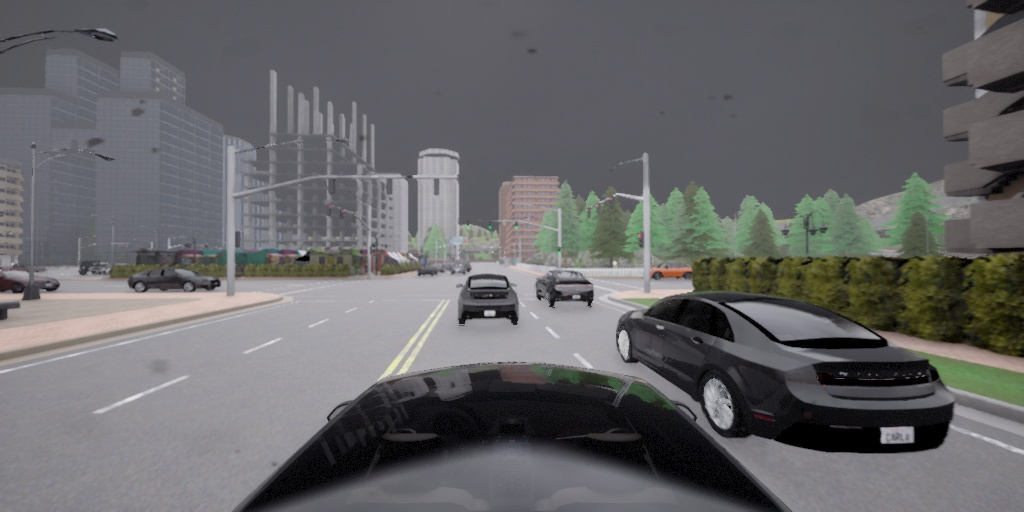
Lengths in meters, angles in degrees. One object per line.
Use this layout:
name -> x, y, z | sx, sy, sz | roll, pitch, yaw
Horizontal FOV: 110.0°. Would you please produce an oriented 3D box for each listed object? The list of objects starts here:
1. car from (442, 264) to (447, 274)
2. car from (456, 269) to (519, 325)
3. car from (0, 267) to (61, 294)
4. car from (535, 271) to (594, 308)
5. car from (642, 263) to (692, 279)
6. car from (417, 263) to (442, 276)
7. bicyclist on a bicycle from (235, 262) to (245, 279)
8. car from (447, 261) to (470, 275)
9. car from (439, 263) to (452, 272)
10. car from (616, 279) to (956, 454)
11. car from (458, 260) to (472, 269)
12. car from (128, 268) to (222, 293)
car -> -11.171, 1.880, 54.430 | 1.837, 1.490, 4.892 | 0, -1, -4
car -> -0.865, 1.380, 12.457 | 1.837, 1.490, 4.892 | 0, -1, -6
car -> -31.549, 1.579, 22.508 | 4.674, 1.442, 1.812 | 0, -1, -3
car -> 2.256, 1.404, 16.372 | 2.128, 1.511, 4.902 | 0, -1, -6
car -> 15.387, 1.457, 35.634 | 4.553, 1.767, 2.097 | 0, -1, -3
car -> -10.534, 1.869, 45.162 | 1.895, 1.301, 4.718 | 0, -1, -2
bicyclist on a bicycle -> -28.162, 1.474, 37.134 | 0.582, 1.620, 1.656 | 0, 5, -3
car -> -7.256, 1.797, 49.031 | 2.128, 1.511, 4.902 | 0, -1, -4
car -> -11.895, 2.054, 64.318 | 1.994, 1.385, 4.181 | 0, -1, -5
car -> 3.136, 1.292, 5.464 | 1.837, 1.490, 4.892 | 0, 0, -3
car -> -7.992, 1.641, 58.868 | 2.150, 2.045, 5.566 | 0, -1, -4
car -> -21.534, 1.543, 23.021 | 4.892, 1.490, 1.837 | 0, -1, -3
